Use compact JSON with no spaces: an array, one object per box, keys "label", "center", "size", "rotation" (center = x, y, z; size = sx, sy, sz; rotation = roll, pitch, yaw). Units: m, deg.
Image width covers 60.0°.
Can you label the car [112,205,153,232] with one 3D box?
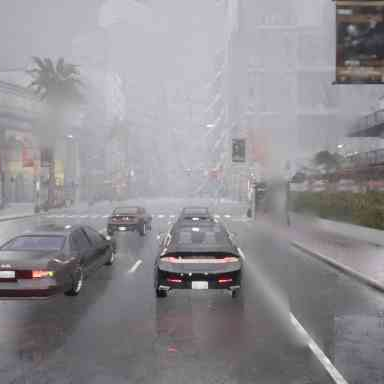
[{"label":"car","center":[-3.316,1.505,18.315],"size":[1.837,1.490,4.892],"rotation":[0,0,0]}]

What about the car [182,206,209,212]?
[{"label":"car","center":[0.180,1.505,17.935],"size":[1.837,1.490,4.892],"rotation":[0,0,0]}]

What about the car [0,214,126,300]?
[{"label":"car","center":[-3.359,1.547,8.571],"size":[2.033,1.411,5.357],"rotation":[0,0,0]}]

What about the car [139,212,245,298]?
[{"label":"car","center":[0.148,1.492,8.518],"size":[2.128,1.511,4.902],"rotation":[0,0,0]}]
